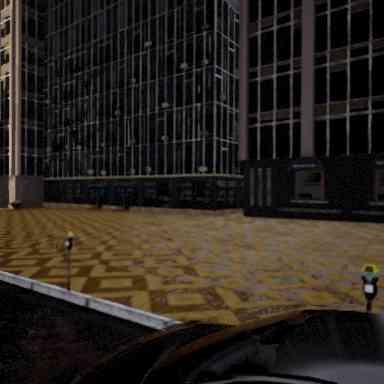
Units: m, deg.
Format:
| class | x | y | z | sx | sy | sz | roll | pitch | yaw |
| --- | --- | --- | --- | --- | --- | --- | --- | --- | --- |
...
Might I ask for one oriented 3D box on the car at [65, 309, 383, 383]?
| class | x | y | z | sx | sy | sz | roll | pitch | yaw |
| --- | --- | --- | --- | --- | --- | --- | --- | --- | --- |
| car | 0.907 | 1.567 | 2.218 | 4.313 | 1.339 | 1.947 | 0 | 1 | 36 |
